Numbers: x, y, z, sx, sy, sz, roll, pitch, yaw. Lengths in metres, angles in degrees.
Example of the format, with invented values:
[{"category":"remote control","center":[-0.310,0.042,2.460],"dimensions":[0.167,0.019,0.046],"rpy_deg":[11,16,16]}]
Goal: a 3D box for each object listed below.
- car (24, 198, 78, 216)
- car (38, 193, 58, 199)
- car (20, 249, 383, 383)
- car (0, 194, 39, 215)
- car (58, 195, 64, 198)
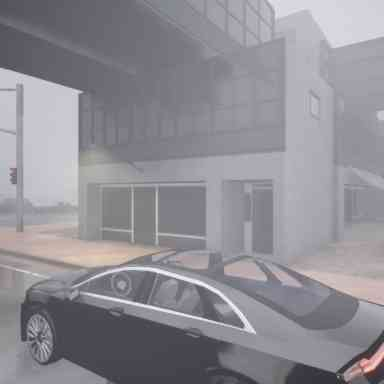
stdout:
[{"category":"car","center":[-13.438,1.601,32.679],"dimensions":[1.895,1.301,4.718],"rpy_deg":[0,0,36]},{"category":"car","center":[-30.620,1.153,69.428],"dimensions":[4.605,1.855,1.932],"rpy_deg":[0,0,35]},{"category":"car","center":[-0.251,1.492,4.172],"dimensions":[4.902,1.511,2.128],"rpy_deg":[0,0,35]},{"category":"car","center":[-17.936,1.352,32.453],"dimensions":[2.097,1.767,4.553],"rpy_deg":[0,0,36]},{"category":"car","center":[-28.893,1.364,71.754],"dimensions":[3.905,1.438,1.784],"rpy_deg":[0,0,35]}]
